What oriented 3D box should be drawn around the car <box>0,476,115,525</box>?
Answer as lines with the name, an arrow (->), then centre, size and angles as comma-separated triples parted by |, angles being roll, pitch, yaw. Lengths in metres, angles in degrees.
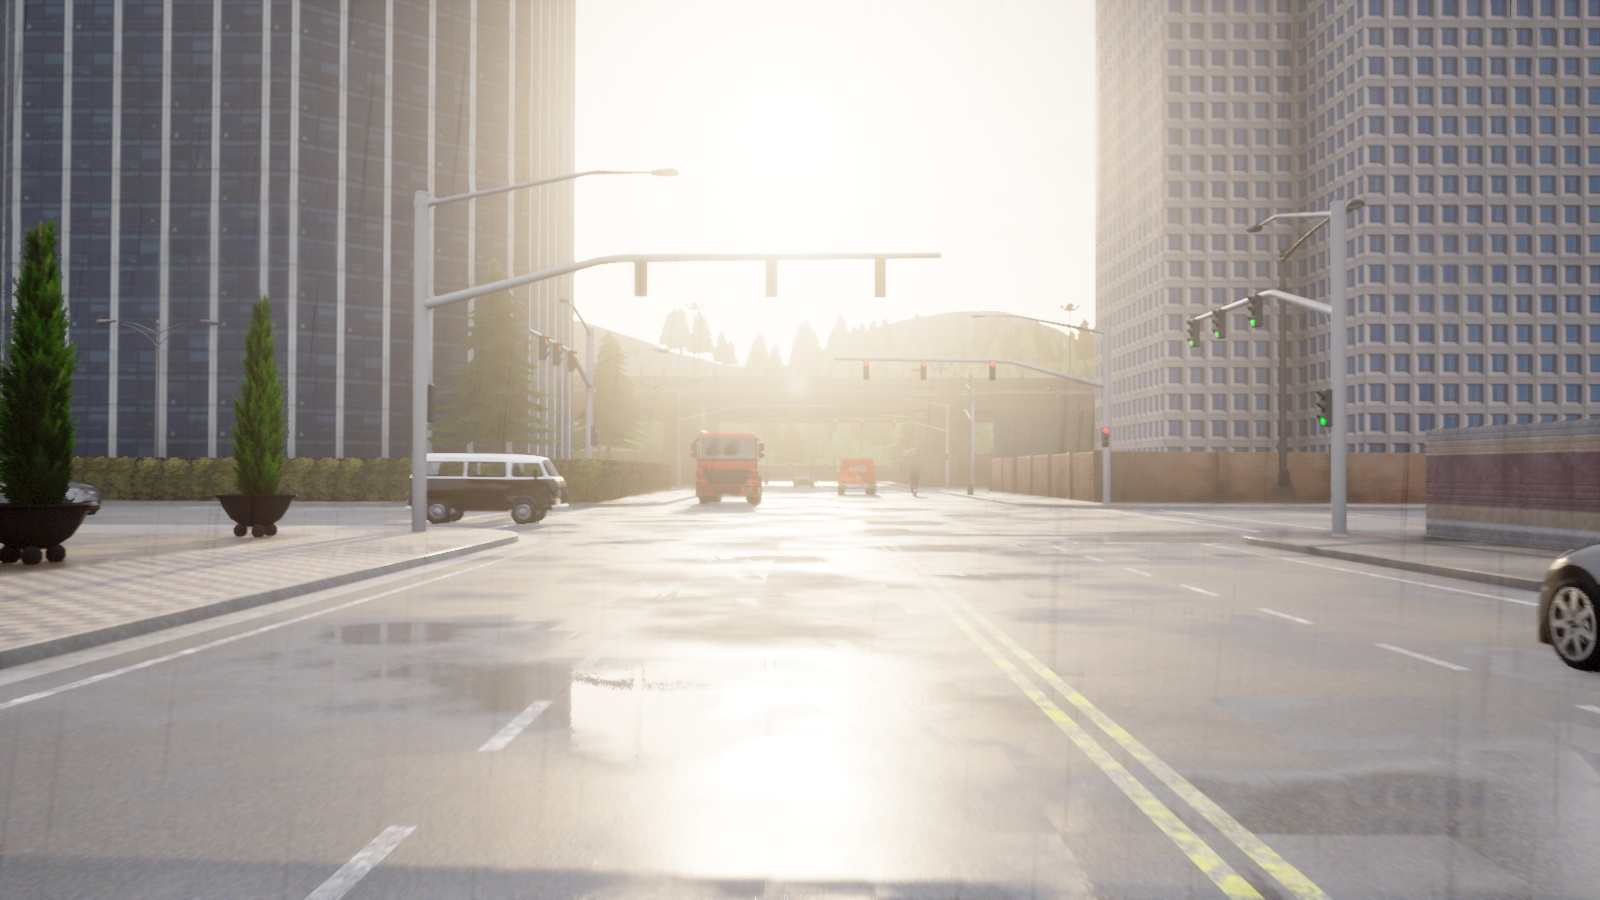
car -> -24.202, 1.598, 40.134 | 3.633, 1.501, 1.845 | 0, -1, 0

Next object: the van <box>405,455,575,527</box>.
van -> -8.997, 1.189, 36.719 | 4.480, 2.038, 2.069 | 0, -1, -1

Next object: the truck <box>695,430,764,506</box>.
truck -> -3.314, 0.864, 60.954 | 2.891, 3.462, 7.936 | 0, -1, 0

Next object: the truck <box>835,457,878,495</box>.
truck -> 3.757, 1.721, 84.124 | 2.627, 2.467, 5.204 | 0, -1, 0

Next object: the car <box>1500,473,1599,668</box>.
car -> 7.036, 0.901, 8.940 | 1.970, 1.475, 3.806 | 0, -1, 0
